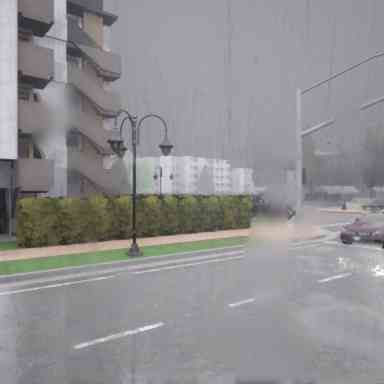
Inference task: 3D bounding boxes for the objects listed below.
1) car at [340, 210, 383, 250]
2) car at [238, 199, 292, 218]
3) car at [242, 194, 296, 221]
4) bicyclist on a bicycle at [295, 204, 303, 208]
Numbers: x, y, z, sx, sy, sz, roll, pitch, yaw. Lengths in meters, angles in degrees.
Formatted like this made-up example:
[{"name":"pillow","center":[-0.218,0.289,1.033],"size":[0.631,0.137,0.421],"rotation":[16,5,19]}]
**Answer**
[{"name":"car","center":[8.257,1.526,14.236],"size":[4.674,1.442,1.812],"rotation":[0,0,-36]},{"name":"car","center":[6.845,1.478,31.621],"size":[1.882,1.535,5.008],"rotation":[0,0,-37]},{"name":"car","center":[5.740,1.221,27.303],"size":[2.150,2.045,5.566],"rotation":[0,0,-38]},{"name":"bicyclist on a bicycle","center":[13.385,1.301,41.654],"size":[1.656,1.620,0.582],"rotation":[0,0,-39]}]
